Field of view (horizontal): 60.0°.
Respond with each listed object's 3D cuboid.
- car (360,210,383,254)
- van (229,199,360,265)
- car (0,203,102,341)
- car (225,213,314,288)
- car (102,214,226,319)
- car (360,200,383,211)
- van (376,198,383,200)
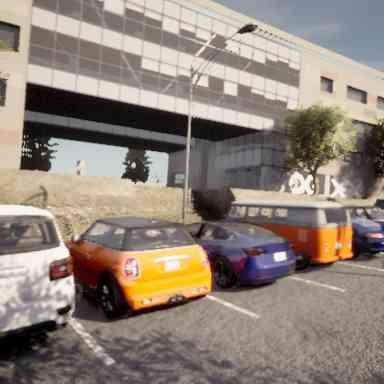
[{"bbox_3d":[5.218,1.530,12.685,2.002,1.452,4.674,0,0,-35],"label":"car"},{"bbox_3d":[2.874,1.262,11.160,1.878,1.987,4.442,0,0,-35],"label":"van"},{"bbox_3d":[-3.898,1.229,6.220,2.435,2.045,5.566,0,0,-35],"label":"car"},{"bbox_3d":[0.649,1.515,9.464,2.163,1.488,4.792,0,0,-35],"label":"car"},{"bbox_3d":[-1.589,1.357,7.795,2.185,1.767,4.553,0,0,-35],"label":"car"},{"bbox_3d":[7.472,1.367,14.333,2.185,1.767,4.553,0,0,-35],"label":"car"},{"bbox_3d":[12.108,1.271,17.458,1.878,1.987,4.442,0,0,-35],"label":"van"}]
